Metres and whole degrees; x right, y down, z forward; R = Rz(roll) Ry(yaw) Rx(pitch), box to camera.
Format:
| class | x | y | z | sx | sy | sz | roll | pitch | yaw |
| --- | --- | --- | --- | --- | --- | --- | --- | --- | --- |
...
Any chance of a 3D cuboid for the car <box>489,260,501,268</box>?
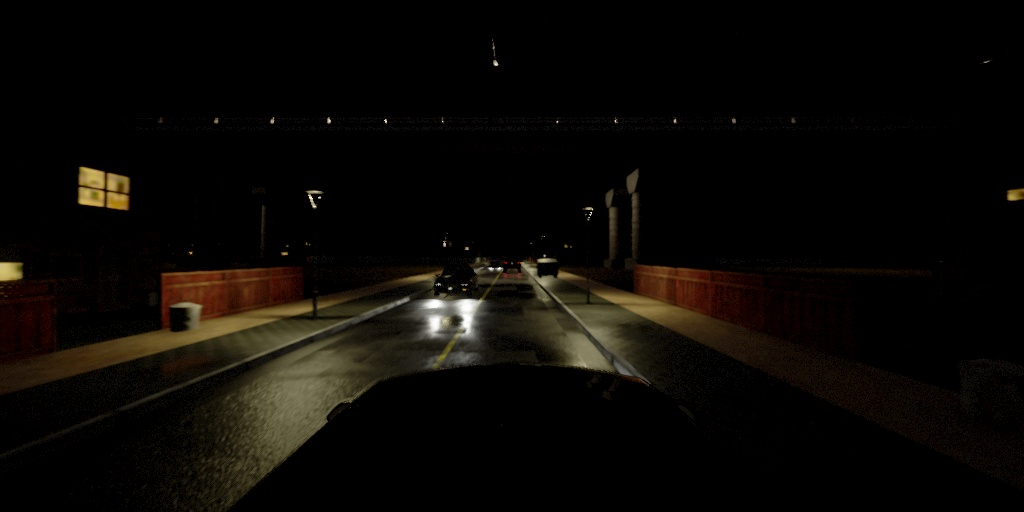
| class | x | y | z | sx | sy | sz | roll | pitch | yaw |
| --- | --- | --- | --- | --- | --- | --- | --- | --- | --- |
| car | -2.797 | 1.284 | 60.859 | 1.994 | 1.385 | 4.181 | 0 | 0 | 1 |

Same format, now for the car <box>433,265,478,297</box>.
| class | x | y | z | sx | sy | sz | roll | pitch | yaw |
| --- | --- | --- | --- | --- | --- | --- | --- | --- | --- |
| car | -2.851 | 1.255 | 18.950 | 1.837 | 1.490 | 4.892 | 0 | 0 | 0 |

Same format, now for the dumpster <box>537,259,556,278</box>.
| class | x | y | z | sx | sy | sz | roll | pitch | yaw |
| --- | --- | --- | --- | --- | --- | --- | --- | --- | --- |
| dumpster | 3.006 | 1.140 | 31.275 | 1.020 | 1.700 | 1.940 | 0 | 0 | 0 |

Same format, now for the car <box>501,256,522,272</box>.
| class | x | y | z | sx | sy | sz | roll | pitch | yaw |
| --- | --- | --- | --- | --- | --- | --- | --- | --- | --- |
| car | 0.045 | 0.959 | 44.694 | 2.150 | 2.045 | 5.566 | 0 | 0 | 0 |
